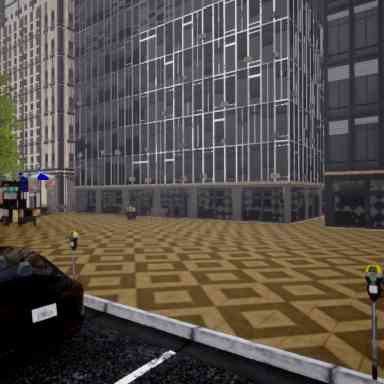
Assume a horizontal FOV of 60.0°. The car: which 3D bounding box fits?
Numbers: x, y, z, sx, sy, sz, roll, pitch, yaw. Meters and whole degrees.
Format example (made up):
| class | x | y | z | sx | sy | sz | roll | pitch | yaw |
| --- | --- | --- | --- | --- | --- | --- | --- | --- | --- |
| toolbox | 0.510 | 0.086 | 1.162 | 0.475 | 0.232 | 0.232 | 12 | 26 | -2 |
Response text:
| class | x | y | z | sx | sy | sz | roll | pitch | yaw |
| --- | --- | --- | --- | --- | --- | --- | --- | --- | --- |
| car | -3.557 | 1.566 | 5.423 | 4.313 | 1.339 | 1.947 | 0 | 0 | 36 |
